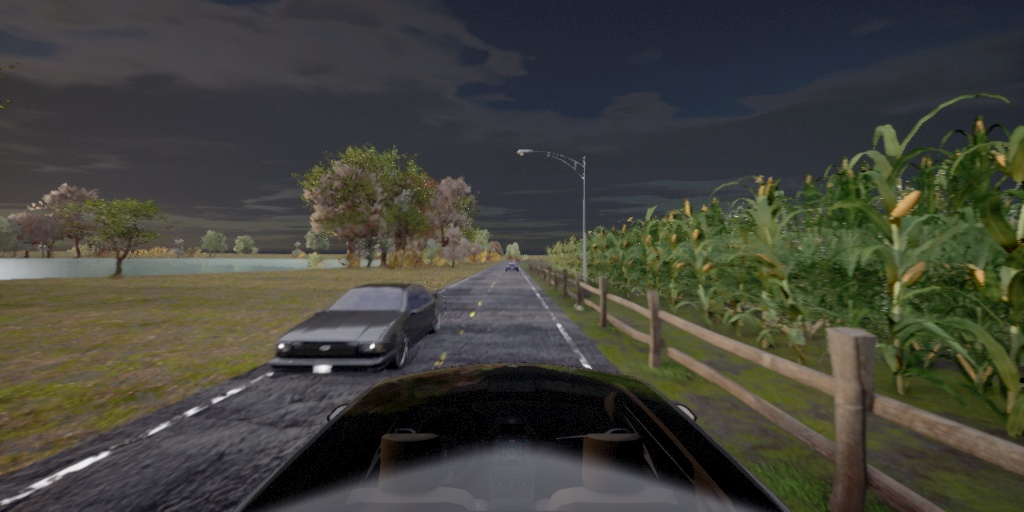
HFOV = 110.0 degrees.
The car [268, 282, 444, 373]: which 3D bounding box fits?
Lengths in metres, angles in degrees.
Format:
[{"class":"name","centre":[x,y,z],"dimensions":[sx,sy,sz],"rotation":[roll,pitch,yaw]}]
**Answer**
[{"class":"car","centre":[-2.836,1.320,8.033],"dimensions":[2.033,1.411,5.357],"rotation":[0,0,0]}]

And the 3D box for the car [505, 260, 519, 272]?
[{"class":"car","centre":[0.008,1.458,50.532],"dimensions":[1.812,1.442,4.674],"rotation":[0,0,0]}]
